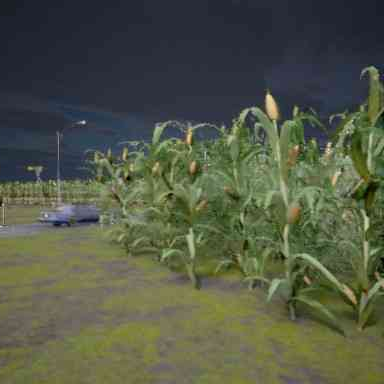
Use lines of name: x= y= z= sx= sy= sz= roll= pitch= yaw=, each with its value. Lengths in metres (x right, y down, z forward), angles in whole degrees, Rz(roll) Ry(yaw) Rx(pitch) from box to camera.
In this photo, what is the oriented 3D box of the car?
car: x=-7.250 y=1.447 z=21.867 sx=2.033 sy=1.411 sz=5.357 roll=-1 pitch=0 yaw=35
